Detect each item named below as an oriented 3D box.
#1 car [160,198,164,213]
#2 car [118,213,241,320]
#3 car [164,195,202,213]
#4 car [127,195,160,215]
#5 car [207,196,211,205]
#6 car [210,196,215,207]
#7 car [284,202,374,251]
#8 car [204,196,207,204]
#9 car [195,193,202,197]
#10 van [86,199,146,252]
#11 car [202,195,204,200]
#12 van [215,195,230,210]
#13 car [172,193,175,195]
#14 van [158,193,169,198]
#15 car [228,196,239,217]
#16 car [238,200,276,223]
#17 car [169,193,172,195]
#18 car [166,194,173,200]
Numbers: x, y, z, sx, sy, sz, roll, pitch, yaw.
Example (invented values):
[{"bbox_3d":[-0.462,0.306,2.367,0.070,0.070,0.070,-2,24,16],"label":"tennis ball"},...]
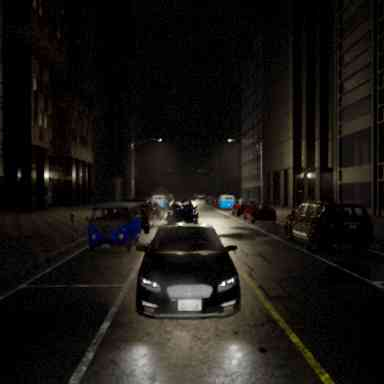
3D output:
[{"bbox_3d":[-3.714,1.525,30.358,2.008,1.369,4.403,0,0,-2],"label":"car"},{"bbox_3d":[-0.136,1.484,7.600,2.128,1.511,4.902,0,0,-2],"label":"car"},{"bbox_3d":[-0.680,1.331,23.541,2.097,1.767,4.553,0,0,-2],"label":"car"},{"bbox_3d":[-3.264,1.298,19.148,2.192,1.841,5.009,0,0,-2],"label":"car"},{"bbox_3d":[3.904,1.520,53.128,1.947,1.339,4.313,0,0,-2],"label":"car"},{"bbox_3d":[4.129,1.503,47.523,1.887,1.381,4.507,0,0,-2],"label":"car"},{"bbox_3d":[5.479,1.300,13.895,2.192,1.841,5.009,0,0,-2],"label":"car"},{"bbox_3d":[3.672,1.475,58.902,1.752,1.417,4.829,0,0,-2],"label":"car"},{"bbox_3d":[2.553,1.502,86.754,2.008,1.369,4.403,0,0,-2],"label":"car"},{"bbox_3d":[-3.039,1.329,13.543,1.690,1.788,3.998,0,0,-2],"label":"van"},{"bbox_3d":[3.446,1.473,64.507,1.752,1.417,4.829,0,0,-2],"label":"car"},{"bbox_3d":[4.354,1.304,41.918,1.690,1.788,3.998,0,0,-2],"label":"van"},{"bbox_3d":[-5.965,1.520,86.407,1.947,1.339,4.313,0,0,-2],"label":"car"},{"bbox_3d":[-4.164,1.307,41.568,1.690,1.788,3.998,0,0,-2],"label":"van"},{"bbox_3d":[4.804,1.411,30.709,1.967,1.590,4.097,0,0,-2],"label":"car"},{"bbox_3d":[5.029,1.520,25.104,1.887,1.381,4.507,0,0,-2],"label":"car"},{"bbox_3d":[-4.614,1.398,52.778,1.967,1.590,4.097,0,0,-2],"label":"car"},{"bbox_3d":[-6.190,1.396,92.012,1.967,1.590,4.097,0,0,-2],"label":"car"}]
